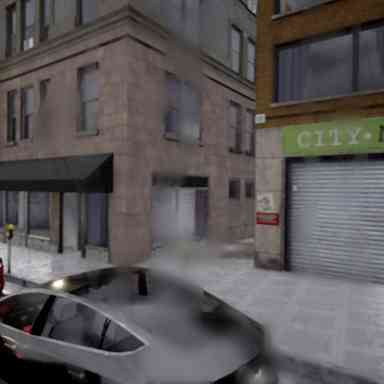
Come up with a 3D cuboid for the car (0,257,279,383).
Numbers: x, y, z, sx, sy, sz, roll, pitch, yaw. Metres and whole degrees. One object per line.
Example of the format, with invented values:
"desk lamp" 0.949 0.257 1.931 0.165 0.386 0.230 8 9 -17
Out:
"car" -1.199 1.563 3.800 4.313 1.339 1.947 0 1 35
